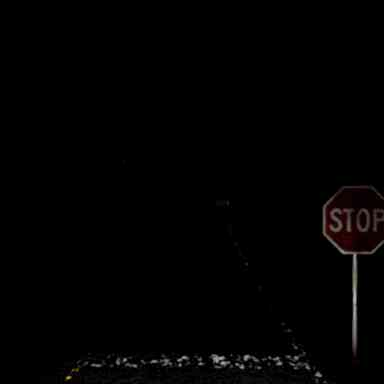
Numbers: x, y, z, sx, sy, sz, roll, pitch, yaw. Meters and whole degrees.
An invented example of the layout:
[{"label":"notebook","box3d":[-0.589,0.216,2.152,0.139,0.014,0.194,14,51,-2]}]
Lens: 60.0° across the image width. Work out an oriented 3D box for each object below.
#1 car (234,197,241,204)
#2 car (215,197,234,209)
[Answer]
[{"label":"car","box3d":[8.964,1.769,69.041,2.128,1.511,4.902,0,0,15]},{"label":"car","box3d":[4.628,1.553,48.975,2.097,1.767,4.553,0,0,10]}]
